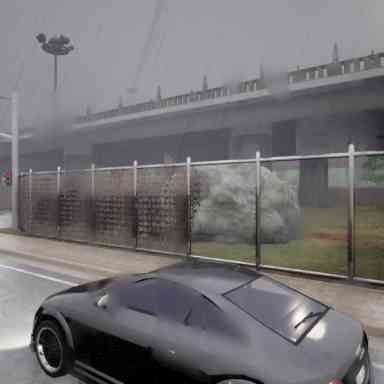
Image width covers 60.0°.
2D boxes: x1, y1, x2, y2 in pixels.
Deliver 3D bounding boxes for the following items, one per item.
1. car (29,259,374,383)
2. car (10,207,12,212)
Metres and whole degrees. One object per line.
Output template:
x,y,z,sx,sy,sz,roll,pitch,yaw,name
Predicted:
-0.146,1.564,4.094,4.181,1.385,1.994,0,0,36,car
-15.513,1.277,34.198,2.150,2.045,5.566,0,0,35,car
